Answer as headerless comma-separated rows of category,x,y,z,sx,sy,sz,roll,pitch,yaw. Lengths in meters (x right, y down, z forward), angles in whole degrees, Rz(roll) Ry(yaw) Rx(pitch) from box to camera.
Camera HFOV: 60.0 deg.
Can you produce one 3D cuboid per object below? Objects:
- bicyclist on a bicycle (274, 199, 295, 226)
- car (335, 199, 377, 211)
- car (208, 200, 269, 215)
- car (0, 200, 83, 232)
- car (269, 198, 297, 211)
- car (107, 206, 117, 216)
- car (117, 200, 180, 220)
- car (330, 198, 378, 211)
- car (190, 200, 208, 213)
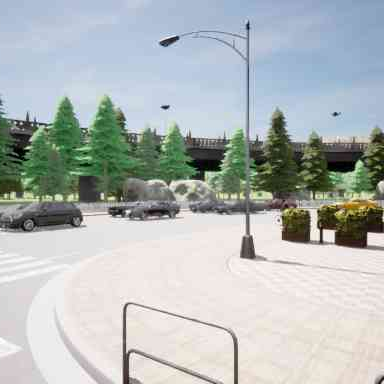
bicyclist on a bicycle,5.554,1.245,19.593,0.582,1.620,1.656,0,0,-44
car,19.756,1.509,40.175,4.181,1.385,1.994,0,0,0
car,4.656,1.492,33.064,5.357,1.411,2.033,0,0,-26
car,-8.967,1.297,20.069,2.097,1.767,4.553,0,0,37
car,9.980,1.470,38.799,4.674,1.442,1.812,0,0,-15
car,-5.238,1.545,30.079,4.718,1.301,1.895,0,0,-44
car,-3.171,1.436,27.140,4.902,1.511,2.128,0,0,-44
car,17.784,1.422,36.674,5.008,1.535,1.882,0,0,-1
car,1.853,1.508,35.367,4.181,1.385,1.994,0,0,-29
